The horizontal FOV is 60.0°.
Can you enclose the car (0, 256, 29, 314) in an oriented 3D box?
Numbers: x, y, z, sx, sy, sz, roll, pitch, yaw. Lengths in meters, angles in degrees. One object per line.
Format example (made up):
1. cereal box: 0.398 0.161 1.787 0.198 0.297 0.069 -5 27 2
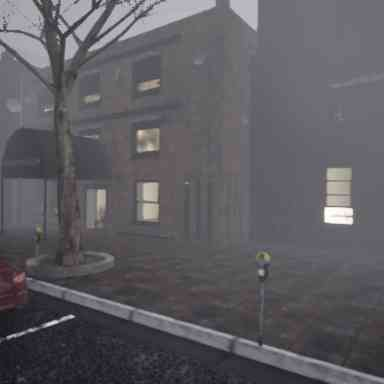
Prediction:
1. car: -4.720 1.576 6.269 4.206 1.307 1.802 0 1 36
